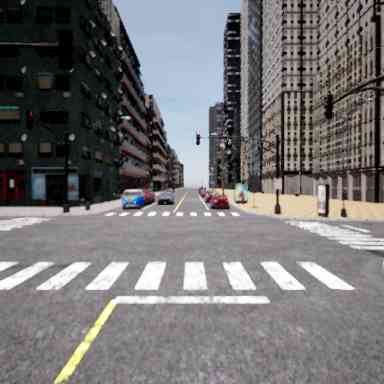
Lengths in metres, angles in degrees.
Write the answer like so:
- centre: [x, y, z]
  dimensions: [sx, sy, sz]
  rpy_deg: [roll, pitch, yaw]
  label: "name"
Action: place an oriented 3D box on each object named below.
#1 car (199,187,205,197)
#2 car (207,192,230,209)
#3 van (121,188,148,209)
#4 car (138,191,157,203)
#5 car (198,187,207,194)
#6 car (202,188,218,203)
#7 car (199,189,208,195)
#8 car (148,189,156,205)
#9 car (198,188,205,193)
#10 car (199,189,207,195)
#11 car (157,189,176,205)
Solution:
- centre: [2.683, 0.207, 59.894]
  dimensions: [1.967, 1.590, 4.097]
  rpy_deg: [0, 1, 0]
  label: "car"
- centre: [2.689, 0.911, 32.264]
  dimensions: [1.802, 1.307, 4.206]
  rpy_deg: [0, 1, 0]
  label: "car"
- centre: [-5.690, 0.670, 32.258]
  dimensions: [1.690, 1.788, 3.998]
  rpy_deg: [0, 1, 0]
  label: "van"
- centre: [-5.694, 0.647, 43.316]
  dimensions: [1.887, 1.381, 4.507]
  rpy_deg: [0, 1, 0]
  label: "car"
- centre: [2.677, -0.468, 87.524]
  dimensions: [2.192, 1.841, 5.009]
  rpy_deg: [0, 1, 0]
  label: "car"
- centre: [2.687, 0.543, 43.315]
  dimensions: [1.967, 1.590, 4.097]
  rpy_deg: [0, 1, 0]
  label: "car"
- centre: [2.678, -0.019, 76.476]
  dimensions: [1.887, 1.381, 4.507]
  rpy_deg: [0, 1, 0]
  label: "car"
- centre: [-5.691, 0.531, 37.784]
  dimensions: [2.192, 1.841, 5.009]
  rpy_deg: [0, 1, 0]
  label: "car"
- centre: [2.674, -0.341, 93.055]
  dimensions: [2.008, 1.369, 4.403]
  rpy_deg: [0, 1, 0]
  label: "car"
- centre: [2.677, -0.092, 82.003]
  dimensions: [1.802, 1.307, 4.206]
  rpy_deg: [0, 1, 0]
  label: "car"
- centre: [-3.011, 0.732, 39.357]
  dimensions: [2.033, 1.411, 5.357]
  rpy_deg: [0, 1, 0]
  label: "car"
